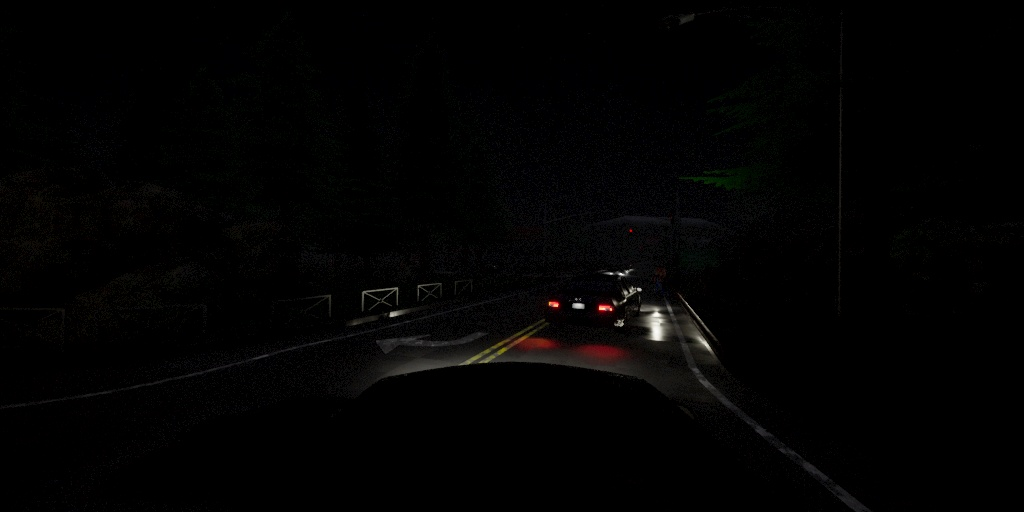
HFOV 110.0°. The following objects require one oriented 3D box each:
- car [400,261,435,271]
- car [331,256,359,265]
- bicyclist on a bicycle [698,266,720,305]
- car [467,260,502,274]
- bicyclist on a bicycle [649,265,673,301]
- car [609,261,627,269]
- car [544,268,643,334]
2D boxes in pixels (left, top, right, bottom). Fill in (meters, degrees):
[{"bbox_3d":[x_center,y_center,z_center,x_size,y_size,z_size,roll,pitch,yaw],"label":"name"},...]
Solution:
[{"bbox_3d":[-12.801,1.384,48.525,5.008,1.535,1.882,1,0,22],"label":"car"},{"bbox_3d":[-24.634,0.993,53.668,5.566,2.045,2.150,1,0,27],"label":"car"},{"bbox_3d":[8.302,1.247,15.088,1.656,1.620,0.582,1,0,-33],"label":"bicyclist on a bicycle"},{"bbox_3d":[-3.503,1.366,44.871,4.553,1.767,2.097,1,0,21],"label":"car"},{"bbox_3d":[6.897,1.235,16.512,1.656,1.620,0.582,1,0,-30],"label":"bicyclist on a bicycle"},{"bbox_3d":[15.243,1.784,52.389,1.895,1.301,4.718,1,0,21],"label":"car"},{"bbox_3d":[2.593,1.219,10.428,2.033,1.411,5.357,1,0,26],"label":"car"}]
